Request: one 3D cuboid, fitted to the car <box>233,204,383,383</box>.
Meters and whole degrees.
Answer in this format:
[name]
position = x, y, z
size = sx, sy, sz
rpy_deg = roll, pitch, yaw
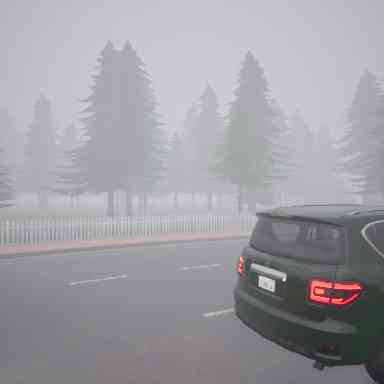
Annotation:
[car]
position = 3.305, 1.222, 5.348
size = 5.566, 2.045, 2.150
rpy_deg = 0, 0, -27
